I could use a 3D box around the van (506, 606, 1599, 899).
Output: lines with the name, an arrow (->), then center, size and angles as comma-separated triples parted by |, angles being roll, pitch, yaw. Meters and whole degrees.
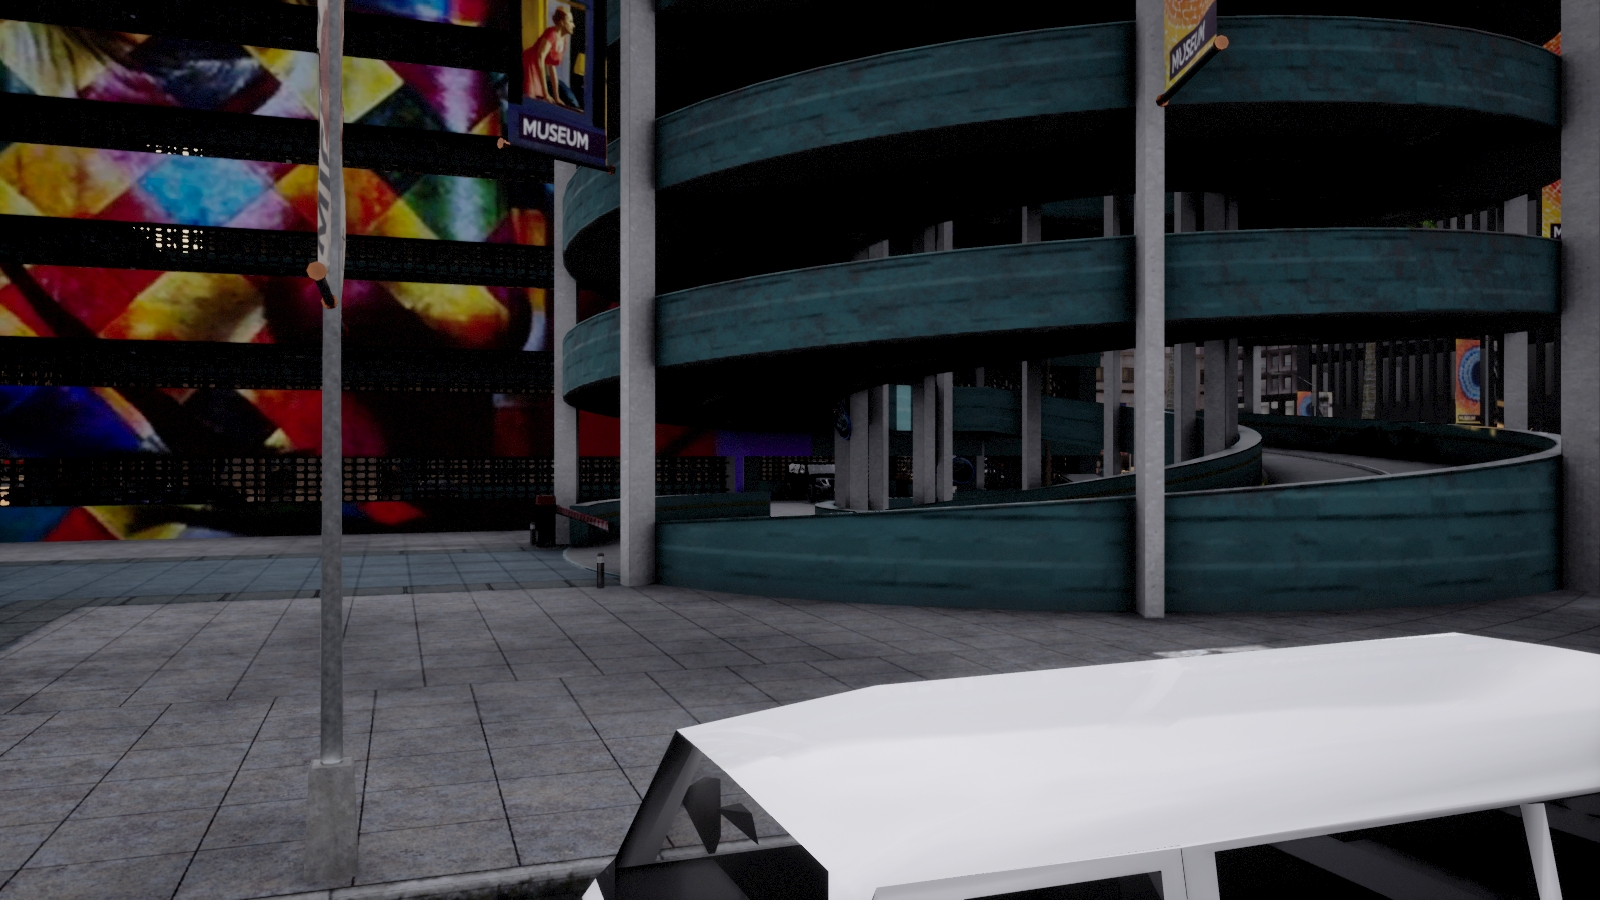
van -> 1.425, 1.783, 3.850 | 4.480, 2.038, 2.069 | 0, 0, -21
